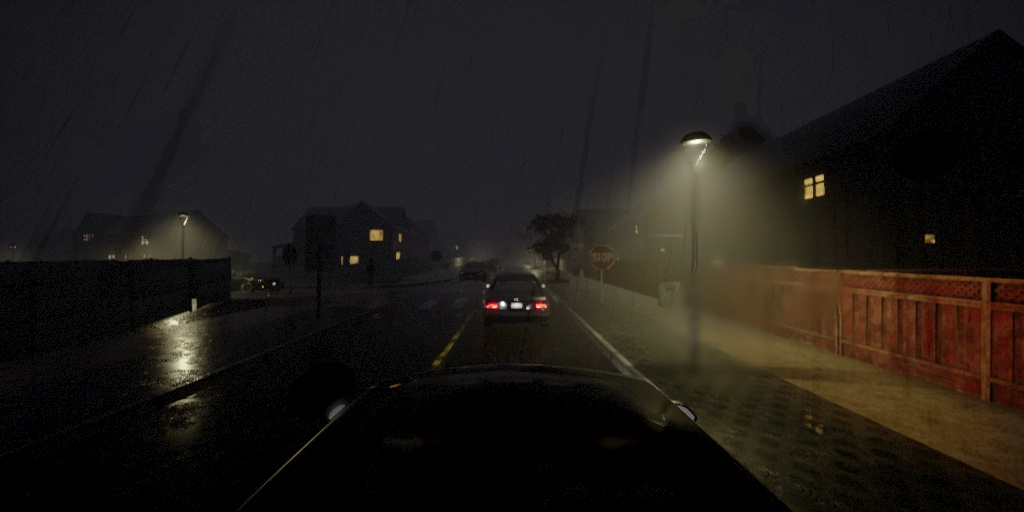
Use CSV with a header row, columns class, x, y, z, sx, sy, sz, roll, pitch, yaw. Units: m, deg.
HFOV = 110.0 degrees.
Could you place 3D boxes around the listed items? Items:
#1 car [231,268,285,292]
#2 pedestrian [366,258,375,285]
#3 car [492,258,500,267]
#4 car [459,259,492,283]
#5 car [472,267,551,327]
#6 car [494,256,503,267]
class,x,y,z,sx,sy,sz,roll,pitch,yaw
car,-14.873,1.355,19.755,4.181,1.385,1.994,-1,-2,8
pedestrian,-9.859,1.077,24.990,0.375,1.860,0.375,0,-1,5
car,-2.757,1.172,40.696,1.994,1.385,4.181,0,0,0
car,-2.788,1.138,27.130,1.882,1.535,5.008,0,0,0
car,0.121,1.248,11.301,2.033,1.411,5.357,0,0,0
car,-2.686,1.095,53.397,1.837,1.490,4.892,0,0,1
